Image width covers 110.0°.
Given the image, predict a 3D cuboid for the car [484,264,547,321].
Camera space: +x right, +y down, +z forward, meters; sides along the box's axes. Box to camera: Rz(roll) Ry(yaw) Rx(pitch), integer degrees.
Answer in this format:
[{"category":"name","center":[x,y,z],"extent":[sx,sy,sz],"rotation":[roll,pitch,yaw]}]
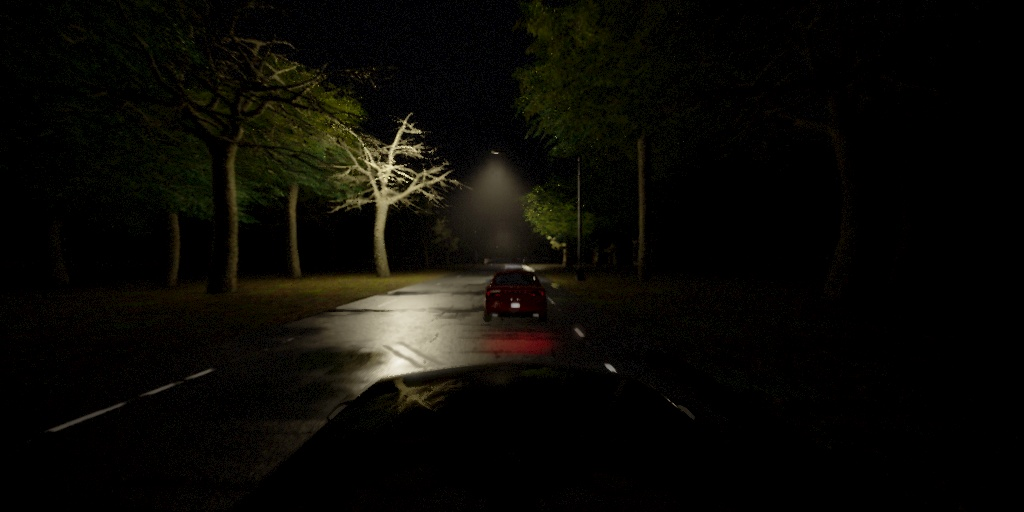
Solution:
[{"category":"car","center":[0.098,1.221,12.436],"extent":[1.882,1.535,5.008],"rotation":[0,0,0]}]
